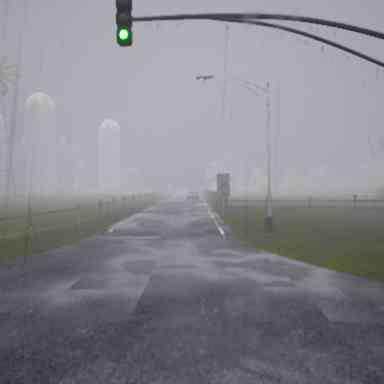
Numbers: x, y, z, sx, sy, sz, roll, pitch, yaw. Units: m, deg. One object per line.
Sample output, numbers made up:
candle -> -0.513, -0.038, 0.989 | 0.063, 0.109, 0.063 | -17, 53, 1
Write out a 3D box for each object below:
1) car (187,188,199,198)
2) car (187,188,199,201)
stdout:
car -> 0.191, 0.143, 60.378 | 2.097, 1.767, 4.553 | -1, 1, 0
car -> 0.155, 0.482, 49.991 | 2.128, 1.511, 4.902 | -1, 1, 0
